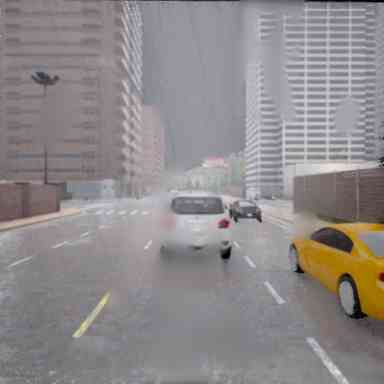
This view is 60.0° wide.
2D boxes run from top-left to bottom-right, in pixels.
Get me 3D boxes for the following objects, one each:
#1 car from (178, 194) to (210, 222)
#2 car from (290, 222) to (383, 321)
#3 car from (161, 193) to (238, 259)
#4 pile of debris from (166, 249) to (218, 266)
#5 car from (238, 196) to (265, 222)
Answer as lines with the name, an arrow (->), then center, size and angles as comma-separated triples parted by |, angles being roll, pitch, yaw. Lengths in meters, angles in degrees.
car -> 0.139, 1.068, 23.904 | 2.097, 1.767, 4.553 | 0, 1, 0
car -> 3.622, 1.393, 7.193 | 1.882, 1.535, 5.008 | 0, 1, 0
car -> 0.122, 1.071, 12.036 | 2.150, 2.045, 5.566 | 0, 0, 0
pile of debris -> 0.013, 2.049, 10.551 | 1.500, 0.140, 1.860 | 0, 1, 0
car -> 3.631, 1.252, 23.229 | 1.812, 1.442, 4.674 | 0, 1, 0
